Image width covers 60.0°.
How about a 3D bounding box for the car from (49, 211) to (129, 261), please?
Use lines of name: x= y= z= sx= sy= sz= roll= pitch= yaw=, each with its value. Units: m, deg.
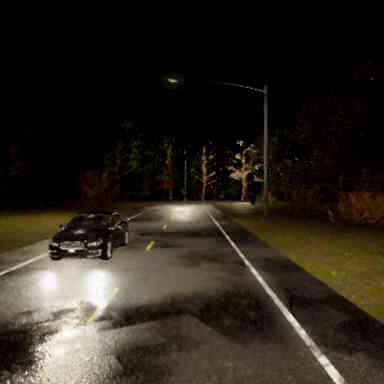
car: x=-3.593 y=1.499 z=12.362 sx=1.837 sy=1.490 sz=4.892 roll=0 pitch=0 yaw=0
